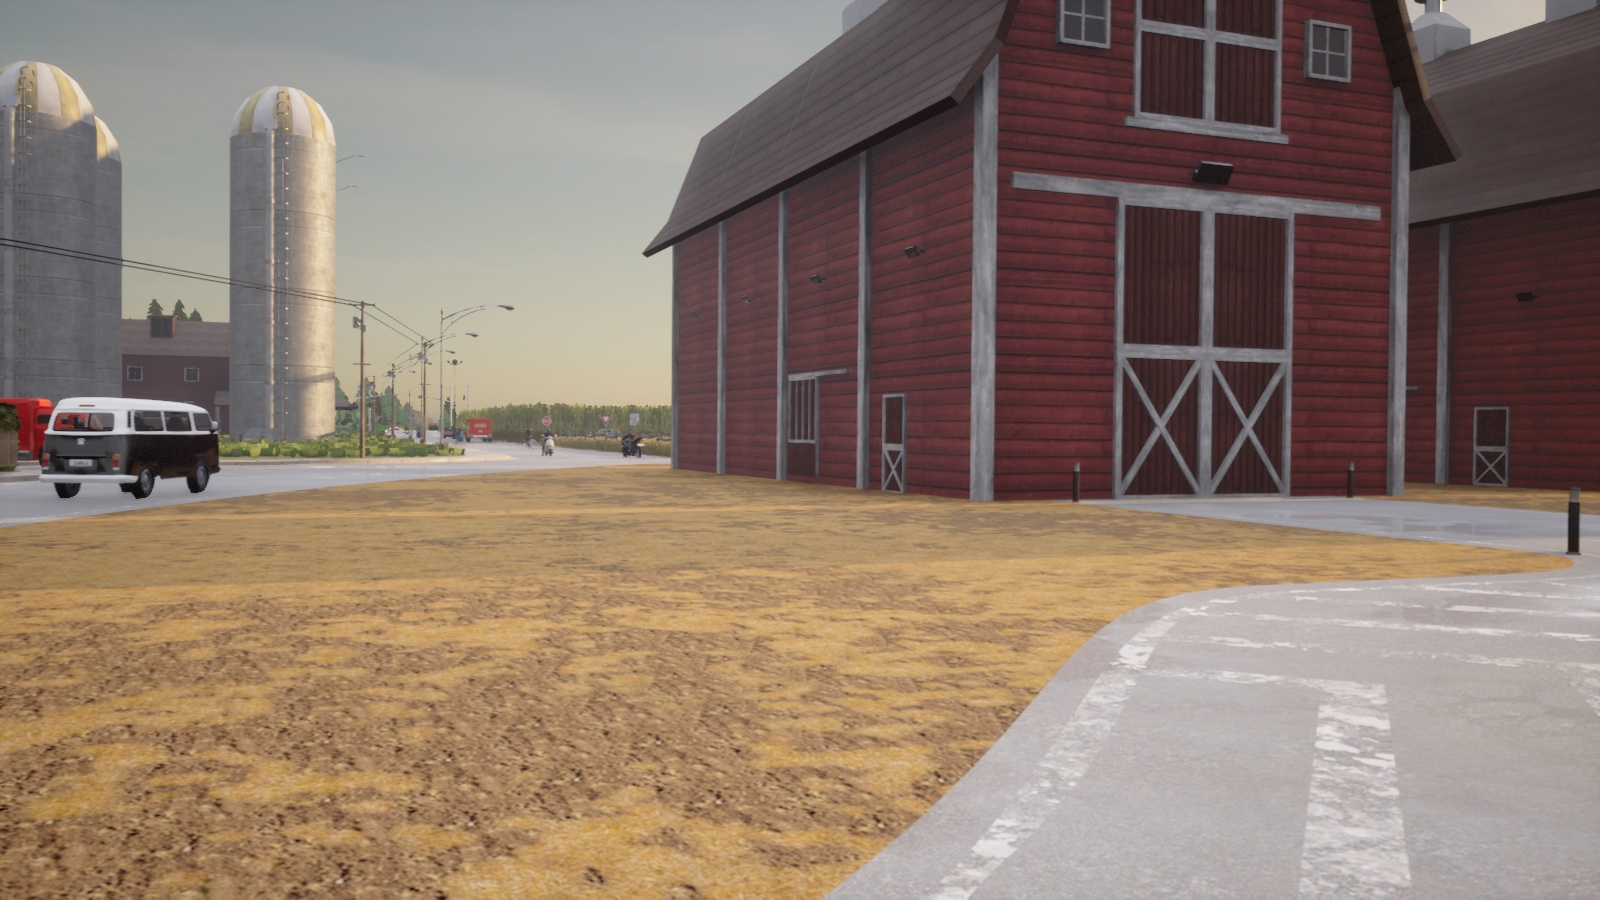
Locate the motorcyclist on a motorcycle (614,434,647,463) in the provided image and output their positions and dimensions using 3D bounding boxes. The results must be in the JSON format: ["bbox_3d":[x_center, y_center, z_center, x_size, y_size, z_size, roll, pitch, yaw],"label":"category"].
[{"bbox_3d":[-9.250,-0.078,68.647,0.866,1.530,2.191,0,0,-35],"label":"motorcyclist on a motorcycle"}]

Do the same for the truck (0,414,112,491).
[{"bbox_3d":[-26.276,0.066,41.968,5.204,2.467,2.627,-1,1,-14],"label":"truck"}]

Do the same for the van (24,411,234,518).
[{"bbox_3d":[-13.972,0.243,26.517,2.069,2.038,4.480,-1,1,-1],"label":"van"}]
